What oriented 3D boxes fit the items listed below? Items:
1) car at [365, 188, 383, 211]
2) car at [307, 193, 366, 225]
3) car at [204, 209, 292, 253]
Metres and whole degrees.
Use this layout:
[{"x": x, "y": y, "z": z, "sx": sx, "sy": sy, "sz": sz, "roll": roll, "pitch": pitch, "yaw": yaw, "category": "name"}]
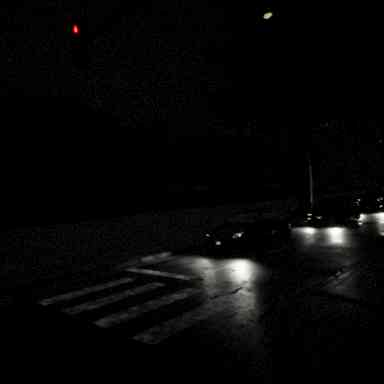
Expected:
[{"x": 14.939, "y": 0.582, "z": 27.033, "sx": 2.097, "sy": 1.767, "sz": 4.553, "roll": -6, "pitch": -2, "yaw": 43, "category": "car"}, {"x": 8.702, "y": 1.089, "z": 20.306, "sx": 1.837, "sy": 1.490, "sz": 4.892, "roll": -6, "pitch": -2, "yaw": 43, "category": "car"}, {"x": 2.440, "y": 1.455, "z": 13.567, "sx": 1.812, "sy": 1.442, "sz": 4.674, "roll": -6, "pitch": -2, "yaw": 41, "category": "car"}]
